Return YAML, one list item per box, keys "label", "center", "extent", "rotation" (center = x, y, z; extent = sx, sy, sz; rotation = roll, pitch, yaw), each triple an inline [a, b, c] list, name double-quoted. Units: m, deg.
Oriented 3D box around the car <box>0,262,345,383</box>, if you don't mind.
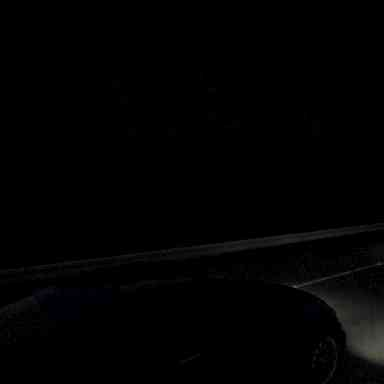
- label: "car"
  center: [-0.306, 1.515, 3.527]
  extent: [4.674, 1.442, 1.812]
  rotation: [0, 0, -36]
